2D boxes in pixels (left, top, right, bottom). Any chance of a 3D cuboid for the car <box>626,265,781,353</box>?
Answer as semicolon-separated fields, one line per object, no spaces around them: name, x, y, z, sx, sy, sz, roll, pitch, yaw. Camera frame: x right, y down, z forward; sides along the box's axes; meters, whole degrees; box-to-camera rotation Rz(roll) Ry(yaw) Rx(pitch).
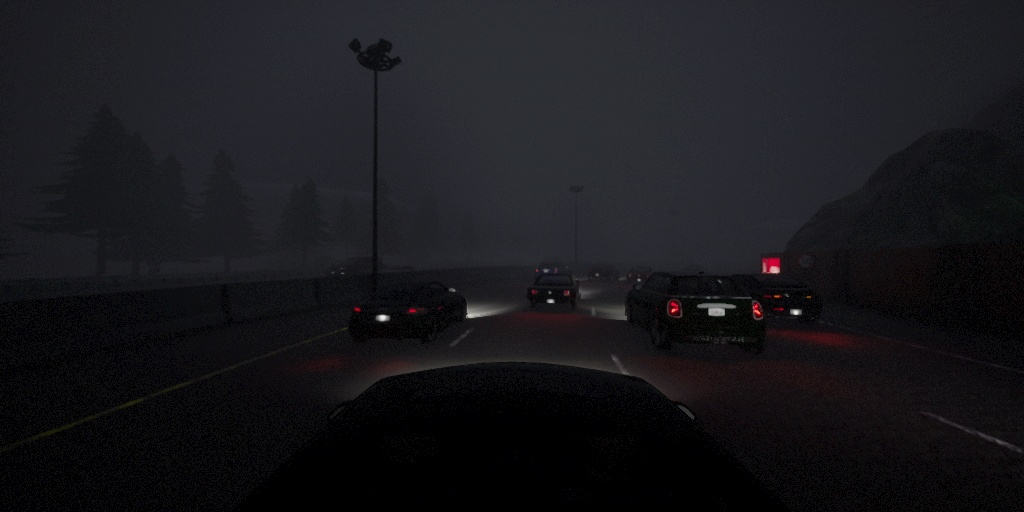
car;4.363;1.155;9.286;2.097;1.767;4.553;0;0;7

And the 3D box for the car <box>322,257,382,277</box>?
car;-14.362;1.091;33.479;2.150;2.045;5.566;0;-1;23

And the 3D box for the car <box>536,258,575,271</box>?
car;3.600;1.261;30.353;2.097;1.767;4.553;0;0;25

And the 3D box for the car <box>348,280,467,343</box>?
car;-2.604;1.348;9.885;1.994;1.385;4.181;0;0;7

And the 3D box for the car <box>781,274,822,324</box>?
car;8.433;1.337;12.453;1.837;1.490;4.892;0;0;11

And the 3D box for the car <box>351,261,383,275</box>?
car;-11.449;1.430;31.288;1.994;1.385;4.181;0;0;22

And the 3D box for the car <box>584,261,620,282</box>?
car;8.204;1.408;31.746;1.882;1.535;5.008;0;0;28

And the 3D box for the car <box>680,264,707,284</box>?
car;15.647;1.475;30.739;1.812;1.442;4.674;0;0;30

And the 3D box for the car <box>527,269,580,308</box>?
car;1.987;1.429;15.730;1.895;1.301;4.718;0;0;13

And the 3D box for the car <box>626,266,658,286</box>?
car;10.490;1.523;28.738;1.895;1.301;4.718;0;0;27

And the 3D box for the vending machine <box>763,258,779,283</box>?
vending machine;17.343;1.114;23.890;1.100;2.100;0.880;0;0;26

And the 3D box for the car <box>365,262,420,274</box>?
car;-8.935;1.383;28.140;1.812;1.442;4.674;0;0;21

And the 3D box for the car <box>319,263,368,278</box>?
car;-16.907;1.438;36.266;1.994;1.385;4.181;0;0;24
